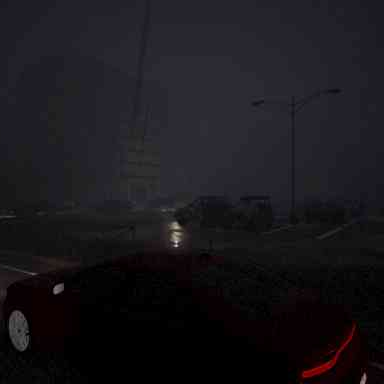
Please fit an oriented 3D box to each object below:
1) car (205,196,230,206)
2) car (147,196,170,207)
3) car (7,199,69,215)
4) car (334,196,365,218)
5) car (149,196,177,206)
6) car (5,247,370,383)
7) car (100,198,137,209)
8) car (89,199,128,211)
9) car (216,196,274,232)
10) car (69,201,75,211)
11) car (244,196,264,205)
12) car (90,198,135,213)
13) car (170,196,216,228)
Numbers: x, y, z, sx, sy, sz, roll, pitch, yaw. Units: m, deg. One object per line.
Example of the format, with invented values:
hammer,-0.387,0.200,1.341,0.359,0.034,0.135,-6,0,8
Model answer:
car,4.451,1.491,57.256,2.128,1.511,4.902,0,0,34
car,-4.698,1.491,50.230,2.128,1.511,4.902,0,0,34
car,-15.715,1.547,33.838,2.033,1.411,5.357,0,0,34
car,15.344,1.395,32.012,1.970,1.475,3.806,0,0,34
car,-4.797,1.491,56.319,2.128,1.511,4.902,0,0,34
car,-0.520,1.478,4.360,5.008,1.535,1.882,0,0,35
car,-10.505,1.547,47.882,2.033,1.411,5.357,0,0,33
car,-10.372,1.600,41.800,1.895,1.301,4.718,0,0,34
car,3.321,1.156,19.057,1.905,1.878,3.866,0,0,34
car,-16.166,1.525,39.426,1.812,1.442,4.674,0,0,34
car,11.509,1.525,61.496,1.812,1.442,4.674,0,0,34
car,-8.812,1.525,37.469,1.812,1.442,4.674,0,0,34
car,0.953,1.153,20.722,1.932,1.855,4.605,0,0,34
